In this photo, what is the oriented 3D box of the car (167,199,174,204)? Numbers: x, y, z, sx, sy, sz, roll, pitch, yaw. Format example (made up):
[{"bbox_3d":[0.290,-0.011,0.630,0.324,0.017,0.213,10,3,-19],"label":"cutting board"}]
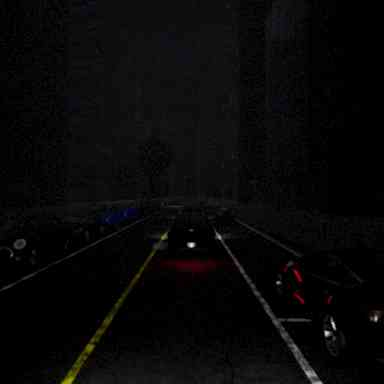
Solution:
[{"bbox_3d":[-5.883,2.460,90.928,1.802,1.307,4.206,0,-1,0],"label":"car"}]

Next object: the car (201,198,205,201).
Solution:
[{"bbox_3d":[2.695,2.066,51.206,1.802,1.307,4.206,0,-1,0],"label":"car"}]

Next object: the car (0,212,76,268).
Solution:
[{"bbox_3d":[-5.778,1.549,11.449,1.967,1.590,4.097,0,-1,0],"label":"car"}]

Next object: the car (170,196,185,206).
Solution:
[{"bbox_3d":[-3.093,2.216,70.999,2.033,1.411,5.357,0,-1,0],"label":"car"}]

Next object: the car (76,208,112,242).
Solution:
[{"bbox_3d":[-5.786,1.713,17.125,2.008,1.369,4.403,0,-1,0],"label":"car"}]

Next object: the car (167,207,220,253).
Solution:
[{"bbox_3d":[-0.015,1.643,14.303,1.837,1.490,4.892,0,0,0],"label":"car"}]

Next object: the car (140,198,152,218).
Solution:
[{"bbox_3d":[-5.808,1.638,34.159,2.192,1.841,5.009,0,-1,0],"label":"car"}]

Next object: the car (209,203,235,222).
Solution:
[{"bbox_3d":[2.725,1.851,28.497,1.802,1.307,4.206,0,-1,0],"label":"car"}]

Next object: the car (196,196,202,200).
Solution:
[{"bbox_3d":[2.270,2.138,69.295,1.882,1.535,5.008,0,-1,0],"label":"car"}]

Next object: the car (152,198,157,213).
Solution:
[{"bbox_3d":[-5.816,1.692,39.836,2.192,1.841,5.009,0,-1,0],"label":"car"}]

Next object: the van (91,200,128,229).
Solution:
[{"bbox_3d":[-5.793,1.557,22.805,1.690,1.788,3.998,0,-1,0],"label":"van"}]

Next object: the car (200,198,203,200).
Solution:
[{"bbox_3d":[2.687,2.066,57.054,1.752,1.417,4.829,0,-1,0],"label":"car"}]

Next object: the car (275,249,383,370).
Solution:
[{"bbox_3d":[2.755,1.621,5.787,1.947,1.339,4.313,0,-1,0],"label":"car"}]

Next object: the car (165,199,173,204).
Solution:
[{"bbox_3d":[-5.875,2.403,85.251,1.802,1.307,4.206,0,-1,0],"label":"car"}]

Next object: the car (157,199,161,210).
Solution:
[{"bbox_3d":[-5.823,1.997,45.511,1.947,1.339,4.313,0,-1,0],"label":"car"}]

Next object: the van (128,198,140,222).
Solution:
[{"bbox_3d":[-5.801,1.610,28.482,1.690,1.788,3.998,0,-1,0],"label":"van"}]

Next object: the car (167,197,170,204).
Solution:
[{"bbox_3d":[-5.868,2.288,79.404,1.752,1.417,4.829,0,-1,0],"label":"car"}]

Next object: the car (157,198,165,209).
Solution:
[{"bbox_3d":[-5.831,1.800,51.190,2.192,1.841,5.009,0,-1,0],"label":"car"}]

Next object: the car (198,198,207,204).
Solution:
[{"bbox_3d":[2.650,2.371,85.270,2.008,1.369,4.403,0,-1,0],"label":"car"}]

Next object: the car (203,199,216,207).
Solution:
[{"bbox_3d":[2.710,1.927,39.852,2.008,1.369,4.403,0,-1,0],"label":"car"}]

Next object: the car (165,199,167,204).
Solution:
[{"bbox_3d":[-5.838,2.091,56.865,2.008,1.369,4.403,0,-1,0],"label":"car"}]

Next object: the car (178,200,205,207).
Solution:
[{"bbox_3d":[-0.035,1.784,29.305,1.837,1.490,4.892,0,0,0],"label":"car"}]
